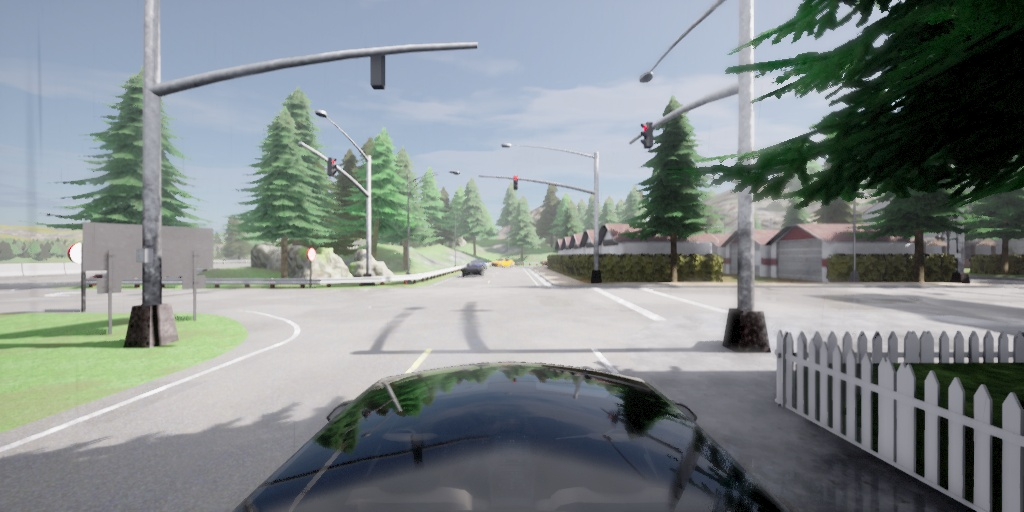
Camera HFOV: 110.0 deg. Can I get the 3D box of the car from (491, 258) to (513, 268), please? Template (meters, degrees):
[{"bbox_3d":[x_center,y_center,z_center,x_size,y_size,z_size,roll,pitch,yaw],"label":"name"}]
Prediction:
[{"bbox_3d":[-1.658,1.159,60.857,1.882,1.535,5.008,0,0,33],"label":"car"}]

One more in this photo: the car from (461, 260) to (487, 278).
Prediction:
[{"bbox_3d":[-3.596,1.319,33.891,1.895,1.301,4.718,0,0,0],"label":"car"}]
